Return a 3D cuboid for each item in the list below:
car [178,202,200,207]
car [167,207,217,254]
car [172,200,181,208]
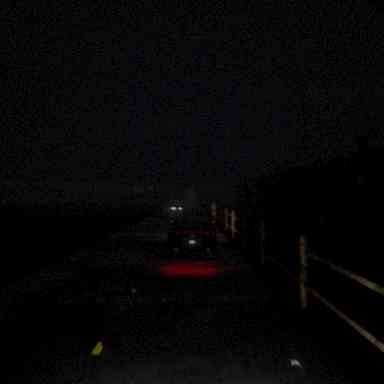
[{"bbox_3d":[0.024,1.850,29.277,1.882,1.535,5.008,0,-1,0],"label":"car"},{"bbox_3d":[0.024,1.644,14.255,1.882,1.535,5.008,0,0,0],"label":"car"},{"bbox_3d":[-2.776,2.333,64.571,1.812,1.442,4.674,0,-1,1],"label":"car"}]
